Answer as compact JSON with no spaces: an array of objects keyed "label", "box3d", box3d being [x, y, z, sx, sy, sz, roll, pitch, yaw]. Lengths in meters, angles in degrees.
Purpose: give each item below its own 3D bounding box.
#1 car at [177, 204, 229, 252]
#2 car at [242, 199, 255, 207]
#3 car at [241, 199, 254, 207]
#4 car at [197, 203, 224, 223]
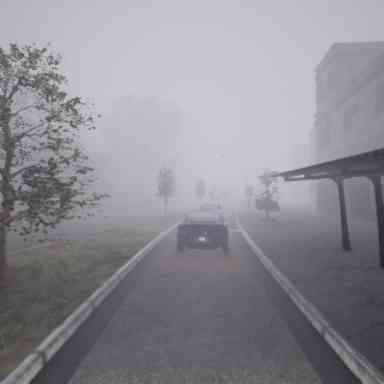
[{"label":"car","box3d":[0.515,1.450,13.802,1.882,1.535,5.008,0,0,4]},{"label":"car","box3d":[10.261,1.932,59.997,2.163,1.488,4.792,0,-1,12]},{"label":"car","box3d":[9.098,1.823,54.623,2.097,1.535,5.008,-1,-1,12]},{"label":"car","box3d":[1.581,1.617,26.981,1.895,1.301,4.718,0,0,7]}]
